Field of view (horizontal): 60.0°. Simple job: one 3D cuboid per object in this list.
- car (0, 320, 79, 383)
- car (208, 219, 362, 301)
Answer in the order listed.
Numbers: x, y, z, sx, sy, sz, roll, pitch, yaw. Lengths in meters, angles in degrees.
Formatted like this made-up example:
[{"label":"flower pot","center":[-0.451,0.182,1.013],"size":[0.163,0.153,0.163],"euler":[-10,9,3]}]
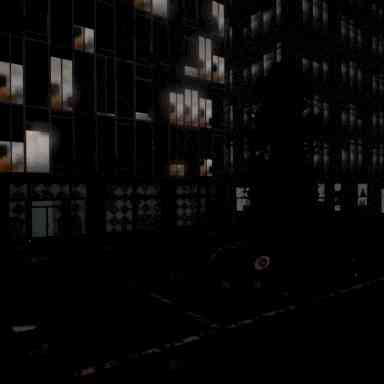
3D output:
[{"label":"car","center":[-2.939,1.505,1.287],"size":[4.892,1.490,1.837],"euler":[0,0,-35]},{"label":"car","center":[2.344,1.439,8.225],"size":[4.097,1.590,1.967],"euler":[0,-1,-35]}]
